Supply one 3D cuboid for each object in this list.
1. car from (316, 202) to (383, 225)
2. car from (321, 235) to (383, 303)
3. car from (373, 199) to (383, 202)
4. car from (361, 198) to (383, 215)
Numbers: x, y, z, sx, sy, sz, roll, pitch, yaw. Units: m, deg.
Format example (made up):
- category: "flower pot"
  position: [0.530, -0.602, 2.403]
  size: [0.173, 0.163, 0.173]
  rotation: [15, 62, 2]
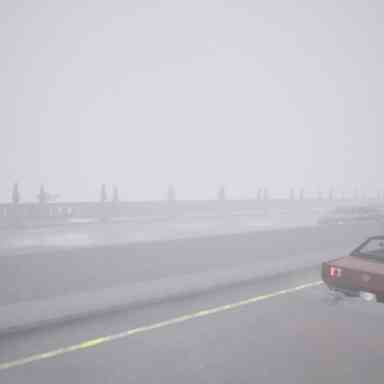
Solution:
- category: "car"
  position: [9.076, 1.507, 18.984]
  size: [4.892, 1.490, 1.837]
  rotation: [0, 0, -35]
- category: "car"
  position: [5.003, 1.602, 7.313]
  size: [4.718, 1.301, 1.895]
  rotation: [0, 0, -35]
- category: "car"
  position: [15.093, 1.568, 27.351]
  size: [4.181, 1.385, 1.994]
  rotation: [0, 0, -34]
- category: "car"
  position: [20.056, 1.482, 34.895]
  size: [5.008, 1.535, 1.882]
  rotation: [0, 0, -34]
